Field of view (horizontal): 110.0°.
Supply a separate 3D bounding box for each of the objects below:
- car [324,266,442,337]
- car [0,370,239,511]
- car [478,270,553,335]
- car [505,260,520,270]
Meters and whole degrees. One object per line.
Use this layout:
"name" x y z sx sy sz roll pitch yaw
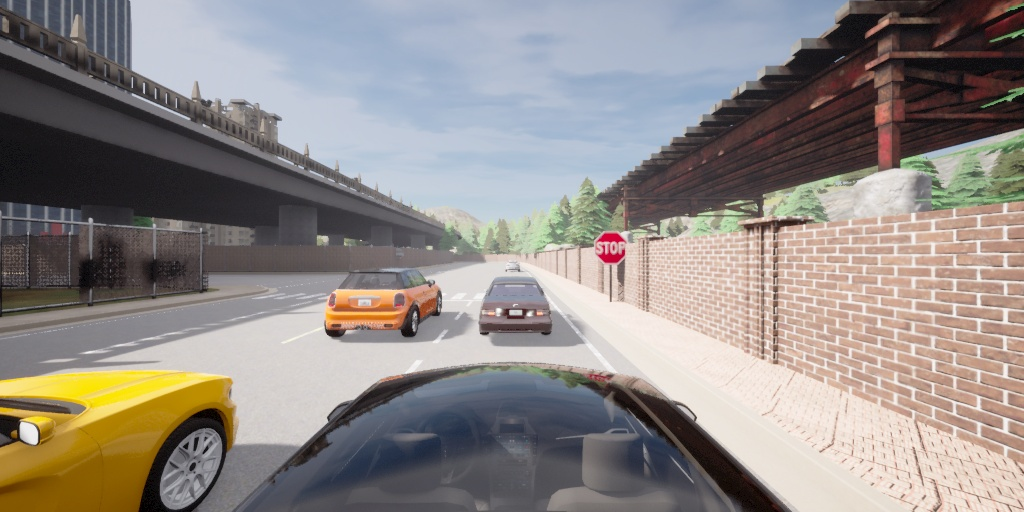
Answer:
"car" -3.420 1.102 10.443 2.097 1.767 4.553 0 0 0
"car" -3.398 1.228 1.186 1.882 1.535 5.008 0 0 0
"car" 0.081 1.297 10.464 2.033 1.411 5.357 0 0 0
"car" 0.083 1.276 46.330 1.812 1.442 4.674 0 0 -1
